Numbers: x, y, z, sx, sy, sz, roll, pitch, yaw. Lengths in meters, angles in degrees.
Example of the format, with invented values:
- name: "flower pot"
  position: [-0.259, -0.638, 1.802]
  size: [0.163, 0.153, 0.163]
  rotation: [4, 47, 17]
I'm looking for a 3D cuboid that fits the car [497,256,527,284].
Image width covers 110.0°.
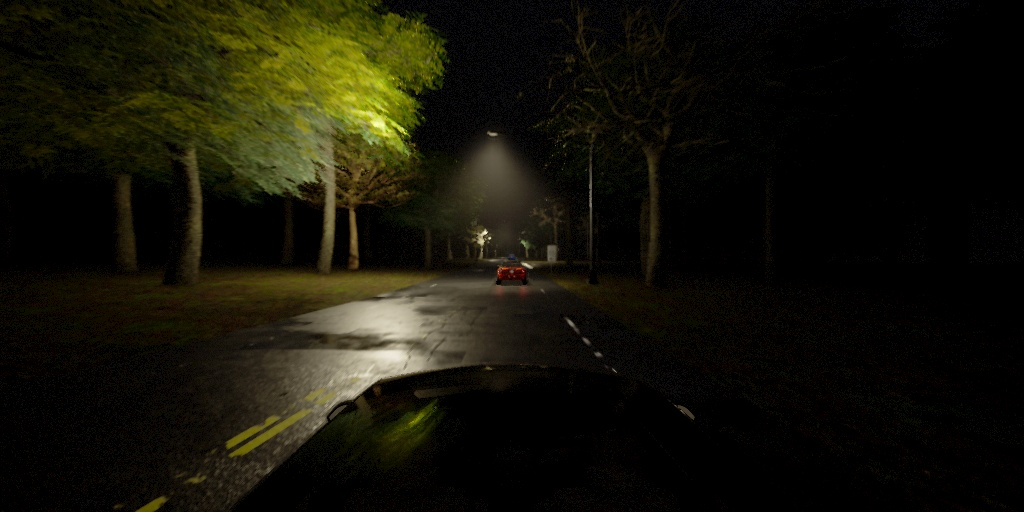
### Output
- name: "car"
  position: [-0.010, 1.081, 26.885]
  size: [2.097, 1.767, 4.553]
  rotation: [0, 0, 0]
